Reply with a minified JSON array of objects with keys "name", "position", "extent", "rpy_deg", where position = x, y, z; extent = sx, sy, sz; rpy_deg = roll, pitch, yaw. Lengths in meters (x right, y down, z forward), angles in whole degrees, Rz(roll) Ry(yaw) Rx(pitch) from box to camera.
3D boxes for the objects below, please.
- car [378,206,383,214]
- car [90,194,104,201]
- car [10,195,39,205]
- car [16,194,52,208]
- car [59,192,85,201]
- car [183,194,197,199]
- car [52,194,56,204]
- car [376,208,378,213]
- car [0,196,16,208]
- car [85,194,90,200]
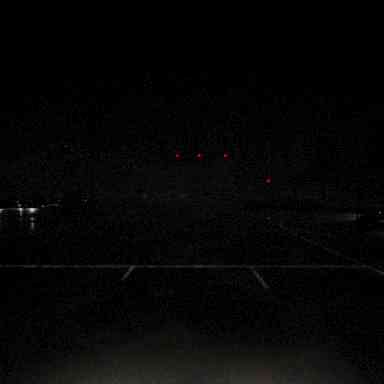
[{"name":"car","position":[17.652,1.260,26.037],"extent":[4.553,1.767,2.097],"rpy_deg":[0,0,6]},{"name":"car","position":[-21.466,1.209,76.898],"extent":[2.128,1.511,4.902],"rpy_deg":[0,0,-6]},{"name":"car","position":[-28.089,1.323,56.035],"extent":[2.033,1.411,5.357],"rpy_deg":[0,0,0]},{"name":"car","position":[-21.119,1.330,44.764],"extent":[1.837,1.490,4.892],"rpy_deg":[0,0,0]},{"name":"car","position":[-21.095,0.990,57.775],"extent":[2.150,2.045,5.566],"rpy_deg":[0,0,0]},{"name":"car","position":[-0.158,1.201,94.634],"extent":[1.895,1.301,4.718],"rpy_deg":[0,0,-18]},{"name":"car","position":[-24.601,1.130,55.615],"extent":[2.097,1.767,4.553],"rpy_deg":[0,0,0]},{"name":"car","position":[19.460,1.441,29.460],"extent":[5.357,1.411,2.033],"rpy_deg":[0,0,7]},{"name":"car","position":[-24.618,1.336,43.492],"extent":[1.837,1.490,4.892],"rpy_deg":[0,0,0]},{"name":"car","position":[-25.247,1.201,78.690],"extent":[2.128,1.511,4.902],"rpy_deg":[0,0,-6]}]
